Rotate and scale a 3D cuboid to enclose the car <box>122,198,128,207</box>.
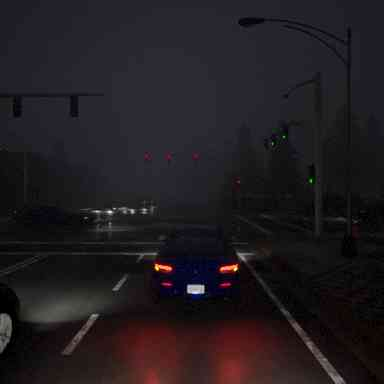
[{"bbox_3d":[-10.648,1.601,51.392,1.895,1.301,4.718,0,0,0],"label":"car"}]

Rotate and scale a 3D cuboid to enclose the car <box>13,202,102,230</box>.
[{"bbox_3d":[-8.358,1.526,20.701,4.674,1.442,1.812,0,0,1],"label":"car"}]

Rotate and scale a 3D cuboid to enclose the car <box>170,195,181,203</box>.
[{"bbox_3d":[-3.482,1.352,69.836,2.097,1.767,4.553,0,0,0],"label":"car"}]

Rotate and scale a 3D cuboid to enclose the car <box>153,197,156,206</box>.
[{"bbox_3d":[-7.136,1.505,55.495,1.837,1.490,4.892,0,0,0],"label":"car"}]

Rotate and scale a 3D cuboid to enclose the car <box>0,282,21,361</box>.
[{"bbox_3d":[-3.442,1.505,2.954,1.837,1.490,4.892,0,0,0],"label":"car"}]

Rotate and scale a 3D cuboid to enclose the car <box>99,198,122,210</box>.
[{"bbox_3d":[-10.645,1.526,42.293,1.812,1.442,4.674,0,0,0],"label":"car"}]

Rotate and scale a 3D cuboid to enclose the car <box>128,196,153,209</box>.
[{"bbox_3d":[-7.149,1.352,46.353,2.097,1.767,4.553,0,0,0],"label":"car"}]

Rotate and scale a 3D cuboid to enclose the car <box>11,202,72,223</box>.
[{"bbox_3d":[-11.526,1.564,25.764,4.181,1.385,1.994,0,0,-20],"label":"car"}]

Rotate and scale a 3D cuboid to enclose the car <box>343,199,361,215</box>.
[{"bbox_3d":[15.883,1.547,27.608,5.357,1.411,2.033,0,0,0],"label":"car"}]

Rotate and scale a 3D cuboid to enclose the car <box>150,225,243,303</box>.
[{"bbox_3d":[0.130,1.526,8.088,1.812,1.442,4.674,0,0,2],"label":"car"}]

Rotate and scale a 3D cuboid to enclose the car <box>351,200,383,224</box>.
[{"bbox_3d":[14.311,1.505,23.914,4.892,1.490,1.837,0,0,0],"label":"car"}]

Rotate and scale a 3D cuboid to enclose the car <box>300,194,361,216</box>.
[{"bbox_3d":[13.062,1.222,31.107,5.566,2.045,2.150,0,0,0],"label":"car"}]
